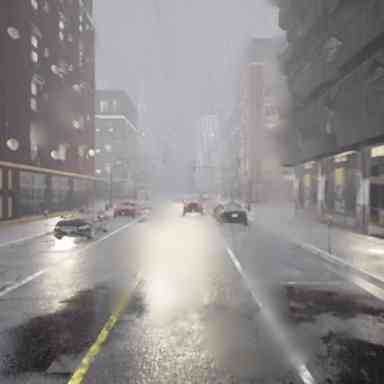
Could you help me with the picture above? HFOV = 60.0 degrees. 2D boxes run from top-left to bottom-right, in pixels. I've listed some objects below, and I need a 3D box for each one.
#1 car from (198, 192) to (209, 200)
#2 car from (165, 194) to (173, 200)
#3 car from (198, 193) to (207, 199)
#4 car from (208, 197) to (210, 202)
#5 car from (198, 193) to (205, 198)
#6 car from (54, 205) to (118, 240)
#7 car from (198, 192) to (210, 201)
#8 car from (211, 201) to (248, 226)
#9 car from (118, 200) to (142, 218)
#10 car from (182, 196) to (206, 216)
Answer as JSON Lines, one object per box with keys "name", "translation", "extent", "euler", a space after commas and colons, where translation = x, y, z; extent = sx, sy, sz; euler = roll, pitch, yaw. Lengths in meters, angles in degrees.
{"name": "car", "translation": [2.612, 0.897, 75.748], "extent": [2.192, 1.841, 5.009], "euler": [1, 0, 0]}
{"name": "car", "translation": [-5.319, 1.126, 77.172], "extent": [2.008, 1.369, 4.403], "euler": [1, 0, 0]}
{"name": "car", "translation": [2.579, 0.988, 82.872], "extent": [1.967, 1.590, 4.097], "euler": [1, 0, 0]}
{"name": "car", "translation": [2.575, 1.381, 27.748], "extent": [1.887, 1.381, 4.507], "euler": [1, 0, 0]}
{"name": "car", "translation": [2.578, 1.060, 94.252], "extent": [1.947, 1.339, 4.313], "euler": [1, 0, 0]}
{"name": "car", "translation": [-5.272, 1.453, 16.379], "extent": [2.008, 1.369, 4.403], "euler": [1, 0, 0]}
{"name": "car", "translation": [2.707, 1.176, 65.804], "extent": [1.887, 1.381, 4.507], "euler": [1, 0, 0]}
{"name": "car", "translation": [2.575, 1.435, 22.077], "extent": [1.947, 1.339, 4.313], "euler": [1, 0, 0]}
{"name": "car", "translation": [-5.272, 1.381, 27.720], "extent": [1.887, 1.381, 4.507], "euler": [1, 0, 0]}
{"name": "car", "translation": [0.099, 1.349, 30.158], "extent": [1.812, 1.442, 4.674], "euler": [0, 0, 0]}
